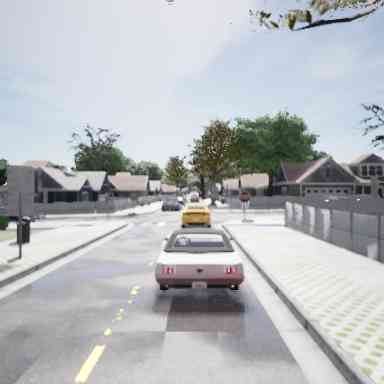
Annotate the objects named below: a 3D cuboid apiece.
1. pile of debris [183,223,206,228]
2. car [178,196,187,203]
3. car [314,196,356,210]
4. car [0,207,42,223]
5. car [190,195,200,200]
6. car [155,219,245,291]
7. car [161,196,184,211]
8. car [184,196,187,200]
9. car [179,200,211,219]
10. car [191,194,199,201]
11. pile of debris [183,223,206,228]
[{"bbox_3d":[0.188,2.261,22.454,1.500,0.140,1.860,0,0,1],"label":"pile of debris"},{"bbox_3d":[-2.088,1.724,76.105,1.812,1.442,4.674,0,0,1],"label":"car"},{"bbox_3d":[13.458,1.185,31.679,4.902,1.511,2.128,-2,0,0],"label":"car"},{"bbox_3d":[-15.448,2.011,28.763,4.674,1.442,1.812,-1,0,0],"label":"car"},{"bbox_3d":[0.640,1.720,73.638,2.128,1.511,4.902,0,0,1],"label":"car"},{"bbox_3d":[0.179,1.643,9.084,1.895,1.301,4.718,0,0,1],"label":"car"},{"bbox_3d":[-2.564,1.480,41.933,2.097,1.767,4.553,0,0,3],"label":"car"},{"bbox_3d":[-2.287,1.717,60.812,2.033,1.411,5.357,0,0,1],"label":"car"},{"bbox_3d":[0.286,1.564,23.065,1.882,1.535,5.008,0,0,0],"label":"car"},{"bbox_3d":[0.732,1.421,84.029,2.097,1.767,4.553,0,0,1],"label":"car"},{"bbox_3d":[0.188,2.261,22.454,1.500,0.140,1.860,0,0,1],"label":"pile of debris"}]
